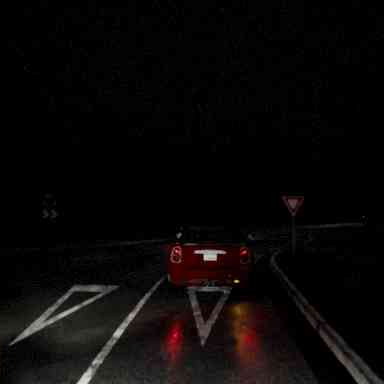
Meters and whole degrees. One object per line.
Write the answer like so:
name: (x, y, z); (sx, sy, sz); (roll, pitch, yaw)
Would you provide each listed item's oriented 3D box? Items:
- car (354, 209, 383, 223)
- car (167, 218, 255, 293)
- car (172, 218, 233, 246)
car: (21.242, 2.704, 38.364); (4.718, 1.301, 1.895); (-5, -2, -9)
car: (0.589, 1.622, 9.712); (2.097, 1.767, 4.553); (0, -3, 5)
car: (0.843, 2.408, 20.967); (1.837, 1.490, 4.892); (-2, -4, 28)
